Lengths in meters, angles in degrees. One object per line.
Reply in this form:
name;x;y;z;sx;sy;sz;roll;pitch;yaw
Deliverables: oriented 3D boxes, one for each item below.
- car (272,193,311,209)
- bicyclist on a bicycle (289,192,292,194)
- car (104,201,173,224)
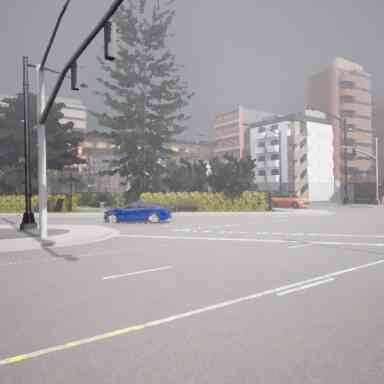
car;11.237;0.959;37.968;2.097;1.767;4.553;-1;1;-35
bicyclist on a bicycle;14.017;0.780;47.087;1.656;1.620;0.582;-1;1;-35
car;-3.893;1.463;24.169;5.008;1.535;1.882;-1;1;10
